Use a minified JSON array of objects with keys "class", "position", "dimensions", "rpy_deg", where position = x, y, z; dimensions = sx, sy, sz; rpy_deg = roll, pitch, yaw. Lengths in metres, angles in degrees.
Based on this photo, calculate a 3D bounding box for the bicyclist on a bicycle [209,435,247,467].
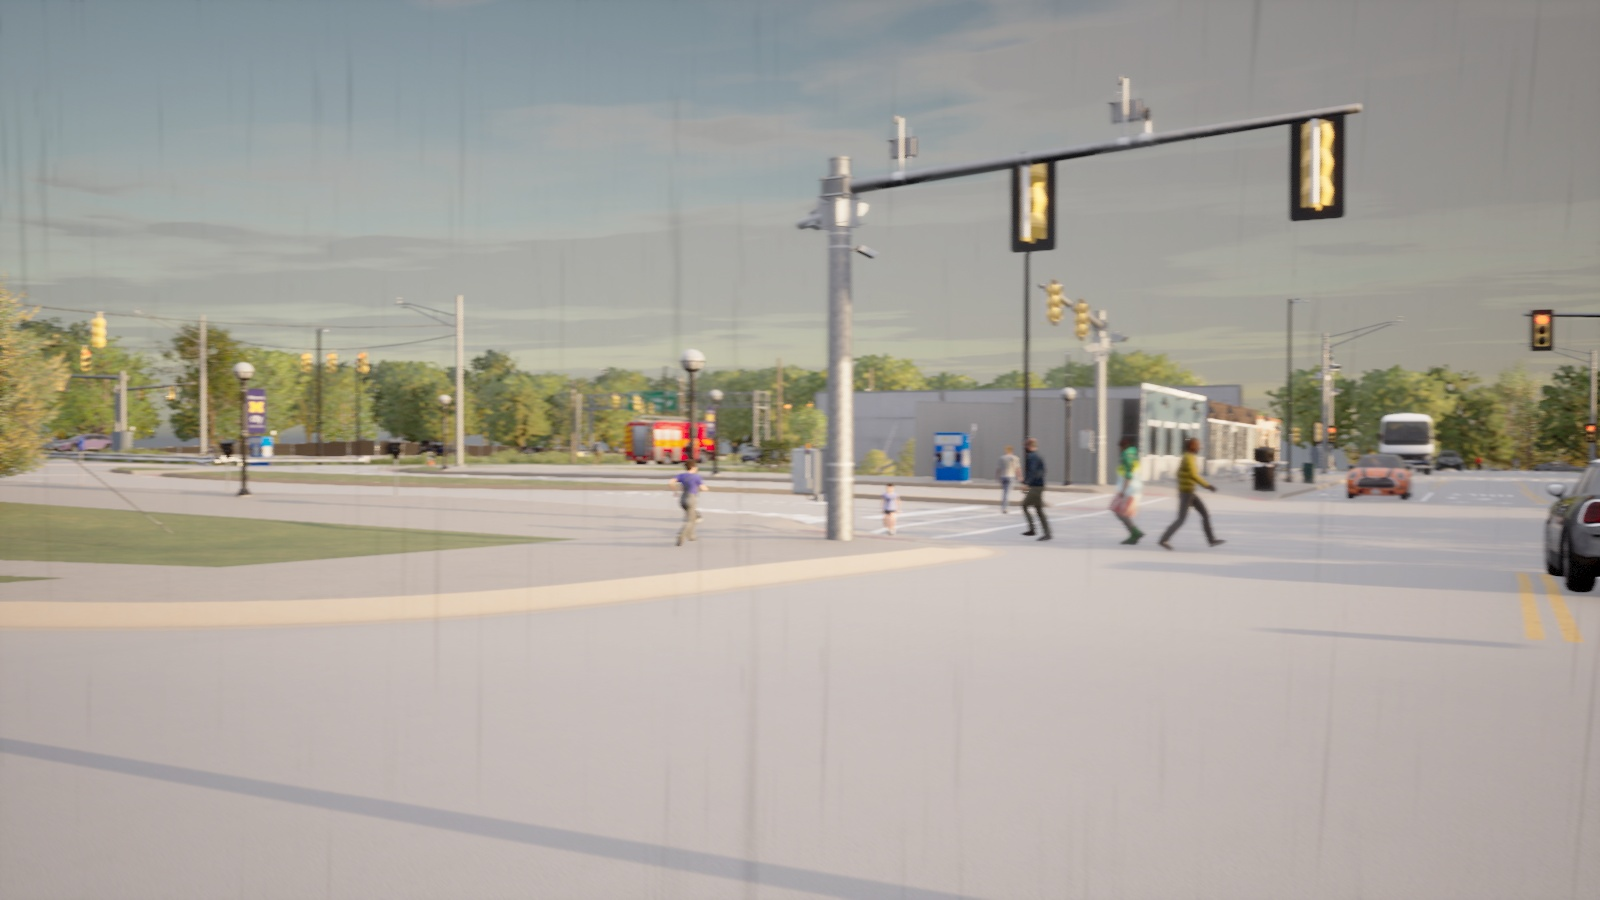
[{"class":"bicyclist on a bicycle","position":[-32.637,0.041,71.714],"dimensions":[1.843,1.776,0.659],"rpy_deg":[1,-3,-42]}]

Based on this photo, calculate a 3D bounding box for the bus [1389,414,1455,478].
[{"class":"bus","position":[43.999,-0.299,89.111],"dimensions":[3.944,4.253,10.273],"rpy_deg":[0,1,25]}]

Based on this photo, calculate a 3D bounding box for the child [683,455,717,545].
[{"class":"child","position":[-1.431,0.707,17.962],"dimensions":[0.270,1.263,0.437],"rpy_deg":[1,1,35]}]

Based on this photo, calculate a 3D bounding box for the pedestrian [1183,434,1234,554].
[{"class":"pedestrian","position":[6.371,0.673,19.574],"dimensions":[0.726,1.835,0.370],"rpy_deg":[0,1,21]}]

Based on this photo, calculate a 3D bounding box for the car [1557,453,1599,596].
[{"class":"car","position":[9.882,0.817,14.266],"dimensions":[1.970,1.475,3.806],"rpy_deg":[1,-1,28]}]

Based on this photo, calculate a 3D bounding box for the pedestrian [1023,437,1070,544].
[{"class":"pedestrian","position":[4.312,0.688,21.964],"dimensions":[0.726,1.842,0.402],"rpy_deg":[0,1,24]}]

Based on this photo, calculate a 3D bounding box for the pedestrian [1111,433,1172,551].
[{"class":"pedestrian","position":[5.788,0.690,21.270],"dimensions":[0.873,1.952,0.659],"rpy_deg":[0,1,25]}]

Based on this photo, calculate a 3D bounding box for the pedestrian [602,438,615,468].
[{"class":"pedestrian","position":[-12.205,0.180,80.056],"dimensions":[0.423,1.949,0.788],"rpy_deg":[0,1,28]}]

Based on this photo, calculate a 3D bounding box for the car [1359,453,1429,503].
[{"class":"car","position":[22.437,1.019,47.360],"dimensions":[2.097,1.767,4.553],"rpy_deg":[0,0,29]}]

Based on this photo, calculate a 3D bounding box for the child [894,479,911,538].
[{"class":"child","position":[2.000,1.130,24.439],"dimensions":[0.255,1.110,0.394],"rpy_deg":[0,1,15]}]

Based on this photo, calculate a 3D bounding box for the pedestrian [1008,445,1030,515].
[{"class":"pedestrian","position":[5.811,0.785,33.329],"dimensions":[0.354,1.836,0.706],"rpy_deg":[0,1,28]}]

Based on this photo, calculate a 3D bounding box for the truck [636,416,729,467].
[{"class":"truck","position":[-9.108,-0.638,98.246],"dimensions":[2.891,3.827,8.468],"rpy_deg":[0,0,29]}]
